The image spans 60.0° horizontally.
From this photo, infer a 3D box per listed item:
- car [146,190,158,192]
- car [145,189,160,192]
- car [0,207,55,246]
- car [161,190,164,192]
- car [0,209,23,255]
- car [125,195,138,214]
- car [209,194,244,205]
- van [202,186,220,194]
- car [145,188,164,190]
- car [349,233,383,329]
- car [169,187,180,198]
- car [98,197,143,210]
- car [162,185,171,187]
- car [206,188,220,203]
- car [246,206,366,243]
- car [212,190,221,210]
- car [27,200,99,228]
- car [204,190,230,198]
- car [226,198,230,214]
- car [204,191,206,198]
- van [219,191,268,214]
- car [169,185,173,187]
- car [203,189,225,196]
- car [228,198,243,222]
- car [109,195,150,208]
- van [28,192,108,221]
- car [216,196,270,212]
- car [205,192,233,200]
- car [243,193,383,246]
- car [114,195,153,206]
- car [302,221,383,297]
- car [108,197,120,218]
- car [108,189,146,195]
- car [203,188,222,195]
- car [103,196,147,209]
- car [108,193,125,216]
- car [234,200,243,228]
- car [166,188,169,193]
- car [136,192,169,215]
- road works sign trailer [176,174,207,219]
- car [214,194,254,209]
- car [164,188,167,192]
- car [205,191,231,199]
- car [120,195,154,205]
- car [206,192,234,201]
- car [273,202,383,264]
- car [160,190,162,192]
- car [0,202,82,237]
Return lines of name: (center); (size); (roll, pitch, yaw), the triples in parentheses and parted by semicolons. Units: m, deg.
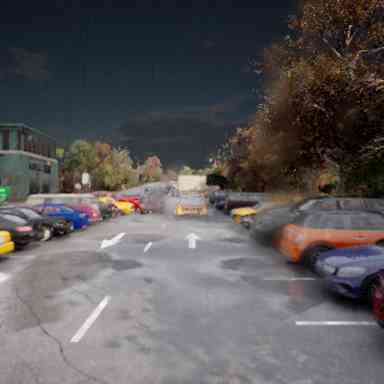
car: (-8.003, 0.923, 51.542); (4.553, 1.767, 2.185); (0, 1, 0)
car: (-8.003, 0.860, 54.322); (4.553, 1.767, 2.185); (0, 1, 0)
car: (-8.036, 1.450, 12.558); (4.674, 1.452, 2.002); (0, 0, 0)
car: (-8.062, 0.859, 59.899); (4.792, 1.488, 2.163); (0, 2, 0)
car: (-8.224, 1.422, 9.775); (5.366, 1.575, 1.946); (0, 0, 0)
car: (-7.851, 1.299, 29.258); (5.366, 1.575, 1.946); (0, 0, 0)
car: (5.051, 1.101, 48.927); (5.008, 1.535, 2.097); (0, 1, 0)
van: (4.923, -0.550, 85.021); (4.442, 1.987, 1.878); (-1, 3, 0)
car: (-8.064, 0.614, 62.680); (4.553, 1.767, 2.185); (0, 2, 0)
car: (5.035, 1.457, 4.230); (5.008, 1.535, 2.097); (0, 0, 0)
car: (-3.492, 0.396, 72.362); (2.128, 1.511, 4.902); (0, 3, 0)
car: (-8.038, 1.286, 37.608); (4.674, 1.452, 2.002); (0, 0, 0)
car: (-8.000, -0.133, 79.384); (4.553, 1.767, 2.185); (0, 3, 0)
car: (5.074, 0.898, 46.134); (5.566, 2.045, 2.435); (0, 1, 0)
car: (5.070, 1.422, 15.371); (4.792, 1.488, 2.163); (0, 0, 0)
car: (5.015, 1.032, 32.077); (5.566, 2.045, 2.435); (0, 0, 0)
car: (-8.032, 1.375, 18.125); (5.008, 1.535, 2.097); (0, 0, 0)
car: (5.233, 0.407, 71.095); (5.366, 1.575, 1.946); (0, 3, 0)
car: (5.045, 1.379, 23.724); (4.674, 1.452, 2.002); (0, 0, 0)
car: (4.860, 1.042, 51.716); (5.366, 1.575, 1.946); (0, 1, 0)
van: (4.927, 1.076, 29.292); (4.442, 1.987, 1.878); (0, 0, 0)
car: (-8.060, -0.292, 84.954); (4.792, 1.488, 2.163); (0, 3, 0)
car: (5.077, 0.168, 76.678); (4.792, 1.488, 2.163); (0, 3, 0)
car: (5.048, 1.357, 20.939); (5.008, 1.535, 2.097); (0, 0, 0)
car: (-8.040, 1.191, 43.180); (5.008, 1.535, 2.097); (0, 1, 0)
van: (-7.921, 1.132, 20.907); (4.442, 1.987, 1.878); (0, 0, 0)
car: (5.229, 1.261, 34.863); (5.366, 1.575, 1.946); (0, 0, 0)
car: (5.042, 0.733, 62.864); (5.008, 1.535, 2.097); (0, 2, 0)
car: (5.013, 1.158, 12.582); (5.566, 2.045, 2.435); (0, 0, 0)
car: (-8.041, 1.152, 45.969); (5.008, 1.535, 2.097); (0, 1, 0)
car: (5.044, 1.481, 7.014); (4.674, 1.452, 2.002); (0, 0, 0)
car: (-8.031, 1.341, 23.692); (4.892, 1.521, 2.231); (0, 0, 0)
car: (-8.007, 1.014, 34.823); (5.566, 2.045, 2.435); (0, 0, 0)
car: (5.052, -0.135, 82.367); (4.674, 1.452, 2.002); (0, 3, 0)
car: (-8.064, 1.252, 40.394); (4.792, 1.488, 2.163); (0, 0, 0)
car: (-8.068, 1.194, 26.599); (4.553, 1.767, 2.185); (0, 0, 0)
car: (5.049, 1.376, 18.154); (4.892, 1.521, 2.231); (0, 0, 0)
car: (-8.038, 0.414, 71.039); (4.892, 1.521, 2.231); (0, 2, 0)
car: (-3.592, 1.161, 31.133); (2.097, 1.767, 4.553); (0, 0, 0)
road works sign trailer: (0.003, 0.299, 27.376); (2.380, 3.560, 2.880); (0, 0, 0)
car: (5.076, 1.096, 40.556); (4.553, 1.767, 2.185); (0, 1, 0)
car: (-8.061, 0.563, 68.264); (4.792, 1.488, 2.163); (0, 2, 0)
car: (5.042, 0.633, 65.653); (5.008, 1.535, 2.097); (0, 2, 0)
car: (-8.032, 1.145, 48.759); (4.674, 1.452, 2.002); (0, 1, 0)
car: (5.041, 0.829, 59.948); (4.892, 1.521, 2.231); (0, 2, 0)
car: (5.010, 1.300, 9.798); (4.553, 1.767, 2.185); (0, 0, 0)
car: (-8.004, 0.941, 57.112); (4.792, 1.488, 2.163); (0, 2, 0)
car: (-8.043, 1.392, 15.342); (5.008, 1.535, 2.097); (0, 0, 0)
